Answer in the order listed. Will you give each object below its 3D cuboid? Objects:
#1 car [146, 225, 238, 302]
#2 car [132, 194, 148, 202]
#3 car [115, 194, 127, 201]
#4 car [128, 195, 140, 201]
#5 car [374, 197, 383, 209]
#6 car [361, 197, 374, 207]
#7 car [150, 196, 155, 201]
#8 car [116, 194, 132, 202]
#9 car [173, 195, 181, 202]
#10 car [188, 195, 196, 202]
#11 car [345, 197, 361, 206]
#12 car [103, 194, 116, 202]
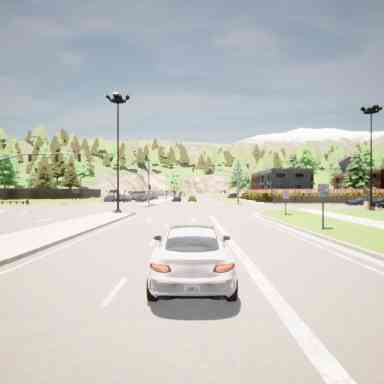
[{"bbox_3d":[0.004,1.526,8.149,1.812,1.442,4.674,0,0,0],"label":"car"},{"bbox_3d":[-11.462,1.355,74.817,2.097,1.767,4.553,0,0,0],"label":"car"},{"bbox_3d":[-18.456,1.355,86.839,2.097,1.767,4.553,0,0,0],"label":"car"},{"bbox_3d":[-14.957,1.540,86.253,2.033,1.411,5.357,0,0,0],"label":"car"},{"bbox_3d":[27.404,1.547,43.652,5.357,1.411,2.033,0,0,-1],"label":"car"},{"bbox_3d":[27.358,1.478,47.150,5.008,1.535,1.882,0,0,0],"label":"car"},{"bbox_3d":[-11.457,1.595,85.847,1.895,1.301,4.718,0,0,0],"label":"car"},{"bbox_3d":[-14.962,1.540,75.106,2.033,1.411,5.357,0,0,0],"label":"car"},{"bbox_3d":[-3.460,1.525,77.859,2.128,1.511,4.902,0,0,0],"label":"car"},{"bbox_3d":[0.040,1.478,79.131,1.882,1.535,5.008,0,0,0],"label":"car"},{"bbox_3d":[27.865,1.547,54.151,5.357,1.411,2.033,0,0,0],"label":"car"},{"bbox_3d":[-18.462,1.355,74.906,2.097,1.767,4.553,0,0,0],"label":"car"}]
